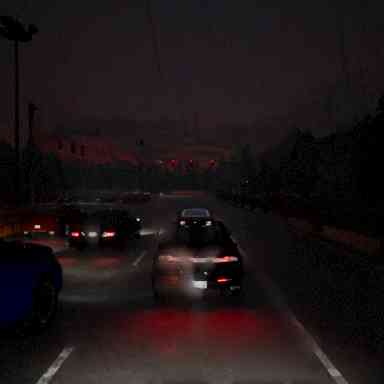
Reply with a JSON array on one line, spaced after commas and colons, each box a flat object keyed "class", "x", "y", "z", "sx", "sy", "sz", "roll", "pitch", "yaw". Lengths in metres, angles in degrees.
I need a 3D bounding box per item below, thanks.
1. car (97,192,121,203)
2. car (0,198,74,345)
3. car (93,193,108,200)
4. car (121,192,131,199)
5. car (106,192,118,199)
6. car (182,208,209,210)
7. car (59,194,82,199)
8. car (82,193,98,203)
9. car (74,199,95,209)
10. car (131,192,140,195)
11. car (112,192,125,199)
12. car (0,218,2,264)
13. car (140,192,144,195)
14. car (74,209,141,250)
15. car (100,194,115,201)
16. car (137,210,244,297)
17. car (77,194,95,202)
[{"class": "car", "x": -13.755, "y": 1.119, "z": 55.407, "sx": 1.812, "sy": 1.442, "sz": 4.674, "roll": 0, "pitch": 0, "yaw": 1}, {"class": "car", "x": -3.385, "y": 1.205, "z": 3.563, "sx": 2.150, "sy": 2.045, "sz": 5.566, "roll": 0, "pitch": 0, "yaw": 0}, {"class": "car", "x": -20.543, "y": 0.924, "z": 74.950, "sx": 1.882, "sy": 1.535, "sz": 5.008, "roll": 0, "pitch": 0, "yaw": 0}, {"class": "car", "x": -13.649, "y": 1.051, "z": 64.470, "sx": 1.812, "sy": 1.442, "sz": 4.674, "roll": 0, "pitch": 0, "yaw": 1}, {"class": "car", "x": -20.476, "y": 0.847, "z": 85.169, "sx": 1.882, "sy": 1.535, "sz": 5.008, "roll": 0, "pitch": 0, "yaw": 0}, {"class": "car", "x": 0.186, "y": 1.477, "z": 17.747, "sx": 1.895, "sy": 1.301, "sz": 4.718, "roll": 0, "pitch": 0, "yaw": 0}, {"class": "car", "x": -20.740, "y": 1.069, "z": 55.675, "sx": 1.882, "sy": 1.535, "sz": 5.008, "roll": 0, "pitch": 0, "yaw": 2}, {"class": "car", "x": -17.232, "y": 1.142, "z": 57.376, "sx": 1.994, "sy": 1.385, "sz": 4.181, "roll": 0, "pitch": 0, "yaw": 1}, {"class": "car", "x": -6.831, "y": 1.359, "z": 17.152, "sx": 1.882, "sy": 1.535, "sz": 5.008, "roll": 0, "pitch": 0, "yaw": 0}, {"class": "car", "x": -13.545, "y": 0.974, "z": 74.491, "sx": 1.812, "sy": 1.442, "sz": 4.674, "roll": 0, "pitch": 0, "yaw": 0}, {"class": "car", "x": -17.026, "y": 0.782, "z": 77.485, "sx": 2.097, "sy": 1.767, "sz": 4.553, "roll": 0, "pitch": 0, "yaw": 0}, {"class": "car", "x": -6.876, "y": 1.512, "z": 8.167, "sx": 1.994, "sy": 1.385, "sz": 4.181, "roll": 0, "pitch": 0, "yaw": 1}, {"class": "car", "x": -13.479, "y": 0.851, "z": 84.707, "sx": 1.882, "sy": 1.535, "sz": 5.008, "roll": 0, "pitch": 0, "yaw": 0}, {"class": "car", "x": -3.339, "y": 1.454, "z": 13.737, "sx": 2.033, "sy": 1.411, "sz": 5.357, "roll": 0, "pitch": 0, "yaw": 0}, {"class": "car", "x": -17.092, "y": 1.067, "z": 67.352, "sx": 1.994, "sy": 1.385, "sz": 4.181, "roll": 0, "pitch": 0, "yaw": 0}, {"class": "car", "x": 0.132, "y": 1.438, "z": 8.417, "sx": 2.128, "sy": 1.511, "sz": 4.902, "roll": 0, "pitch": 0, "yaw": 0}, {"class": "car", "x": -20.622, "y": 1.122, "z": 65.008, "sx": 1.895, "sy": 1.301, "sz": 4.718, "roll": 0, "pitch": 0, "yaw": 1}]
